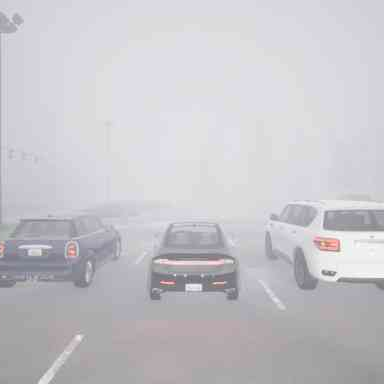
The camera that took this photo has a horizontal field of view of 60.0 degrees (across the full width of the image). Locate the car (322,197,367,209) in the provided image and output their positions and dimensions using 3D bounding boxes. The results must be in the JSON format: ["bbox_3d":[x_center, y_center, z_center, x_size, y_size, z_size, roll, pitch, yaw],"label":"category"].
[{"bbox_3d":[20.238,1.492,44.286,4.902,1.511,2.128,0,0,-2],"label":"car"}]

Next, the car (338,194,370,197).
[{"bbox_3d":[17.258,1.223,37.173,5.566,2.045,2.150,0,0,-3],"label":"car"}]

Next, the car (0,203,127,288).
[{"bbox_3d":[-3.439,1.352,9.443,2.097,1.767,4.553,0,0,0],"label":"car"}]

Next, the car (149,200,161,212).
[{"bbox_3d":[-5.955,1.564,37.700,4.181,1.385,1.994,0,0,-11],"label":"car"}]

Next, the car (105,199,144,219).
[{"bbox_3d":[-6.849,1.547,26.847,5.357,1.411,2.033,0,0,-13],"label":"car"}]

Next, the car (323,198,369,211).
[{"bbox_3d":[18.798,1.507,40.742,4.892,1.490,1.837,1,0,-2],"label":"car"}]

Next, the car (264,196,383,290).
[{"bbox_3d":[3.557,1.221,9.218,2.150,2.045,5.566,0,0,0],"label":"car"}]

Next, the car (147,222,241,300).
[{"bbox_3d":[0.054,1.492,8.362,2.128,1.511,4.902,0,0,1],"label":"car"}]

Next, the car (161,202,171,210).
[{"bbox_3d":[-5.095,1.601,41.481,4.718,1.301,1.895,0,0,-11],"label":"car"}]

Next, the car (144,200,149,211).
[{"bbox_3d":[-7.254,1.477,33.877,5.008,1.535,1.882,0,0,-12],"label":"car"}]
